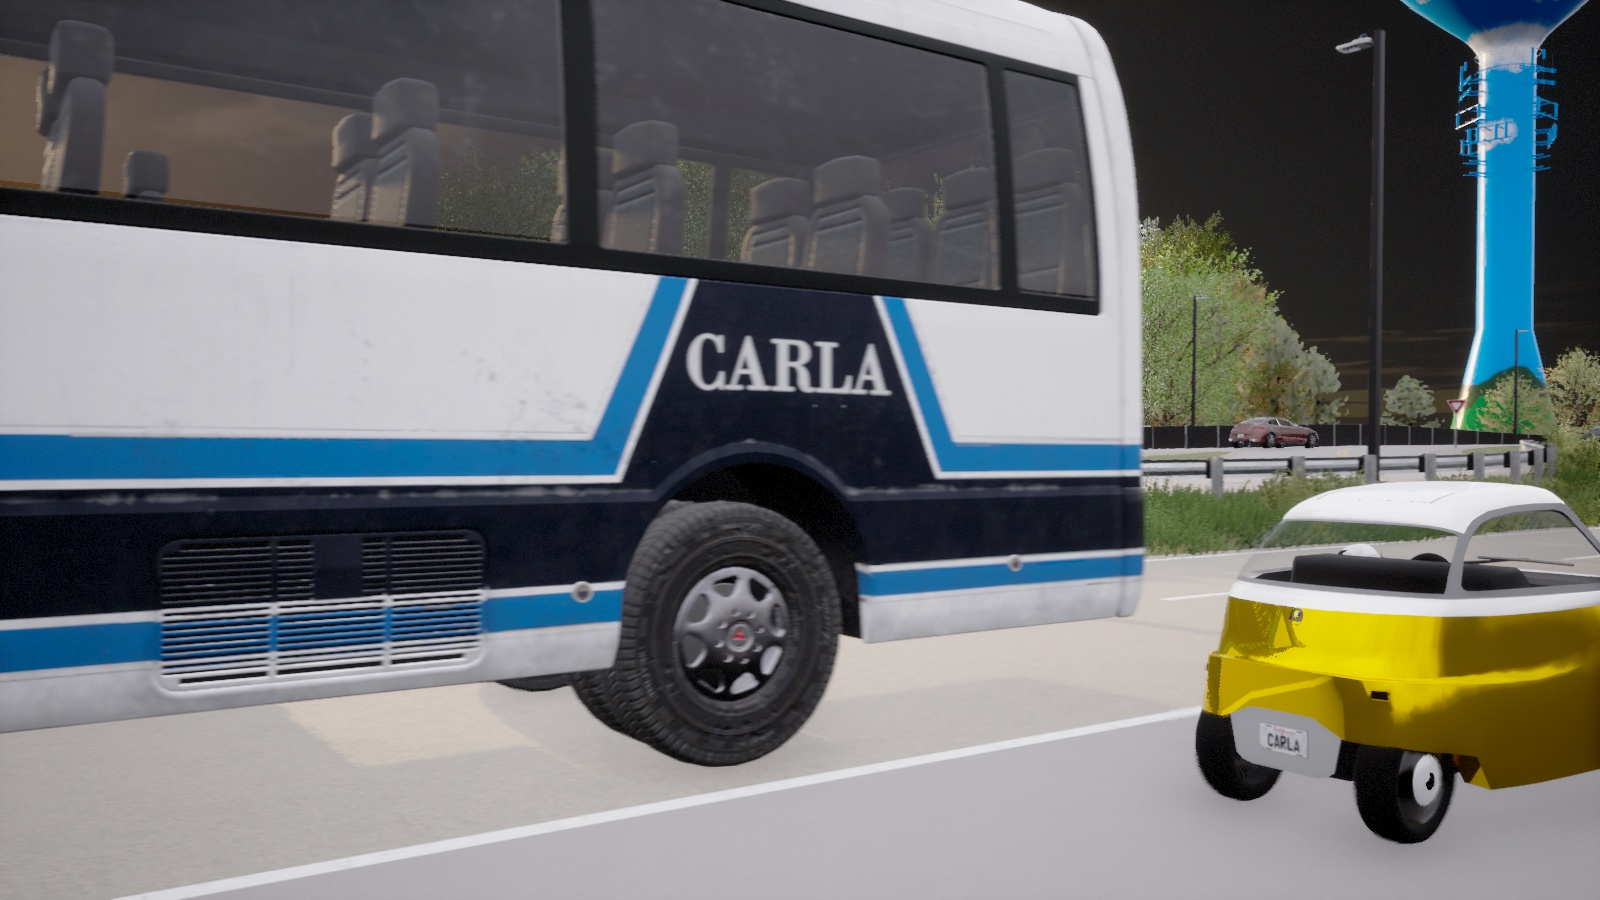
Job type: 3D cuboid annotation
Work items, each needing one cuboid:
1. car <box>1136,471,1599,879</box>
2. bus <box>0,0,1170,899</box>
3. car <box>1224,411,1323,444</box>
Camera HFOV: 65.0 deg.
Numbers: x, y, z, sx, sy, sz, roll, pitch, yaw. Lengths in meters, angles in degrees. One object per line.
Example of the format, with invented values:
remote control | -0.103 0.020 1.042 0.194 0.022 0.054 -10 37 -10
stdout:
car | 2.834 0.808 5.631 2.207 1.376 1.481 0 0 -35
bus | -3.300 -0.612 5.631 10.273 4.253 3.944 0 0 -35
car | 24.492 -1.136 64.941 5.027 1.651 2.152 0 1 -31
